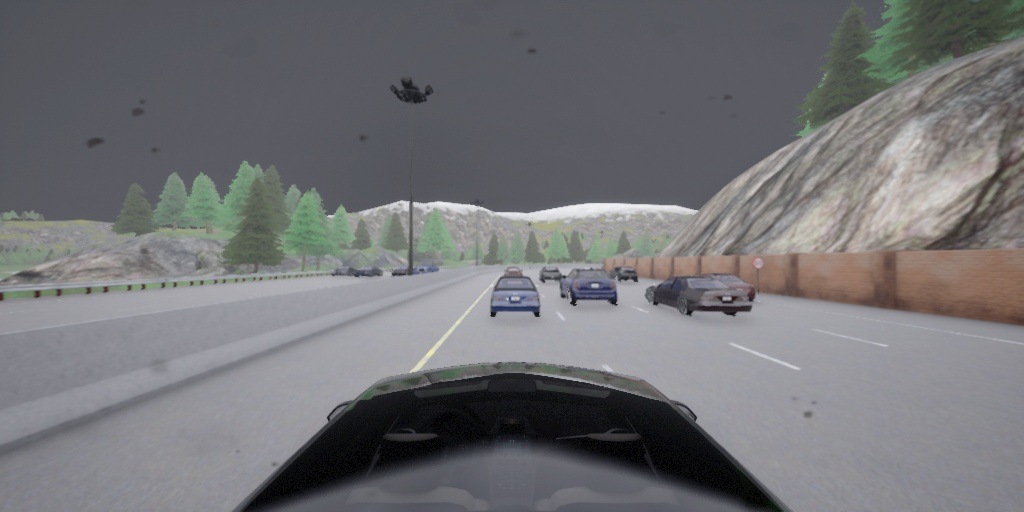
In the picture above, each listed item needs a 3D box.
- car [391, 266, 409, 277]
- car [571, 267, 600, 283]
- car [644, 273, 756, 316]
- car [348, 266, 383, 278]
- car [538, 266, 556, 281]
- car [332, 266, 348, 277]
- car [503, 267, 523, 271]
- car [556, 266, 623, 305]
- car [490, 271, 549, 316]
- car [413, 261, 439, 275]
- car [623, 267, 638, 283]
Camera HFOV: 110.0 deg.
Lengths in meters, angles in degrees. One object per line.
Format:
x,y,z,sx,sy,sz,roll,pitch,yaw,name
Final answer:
-14.050,1.972,46.722,2.033,1.411,5.357,0,-1,0,car
7.129,1.825,35.064,1.994,1.385,4.181,0,-1,0,car
7.111,1.494,14.360,2.033,1.411,5.357,0,-1,0,car
-17.555,1.929,44.046,2.033,1.411,5.357,0,-1,0,car
3.630,1.742,34.508,2.128,1.511,4.902,0,-1,0,car
-21.031,1.965,45.438,1.994,1.385,4.181,0,-1,0,car
0.130,1.790,35.545,1.812,1.442,4.674,0,-1,0,car
3.613,1.347,17.699,2.097,1.767,4.553,0,-1,0,car
0.110,1.489,14.325,2.033,1.411,5.357,0,-1,0,car
-10.552,1.614,44.597,2.150,2.045,5.566,0,-1,0,car
10.629,1.762,34.610,1.837,1.490,4.892,0,-1,0,car
